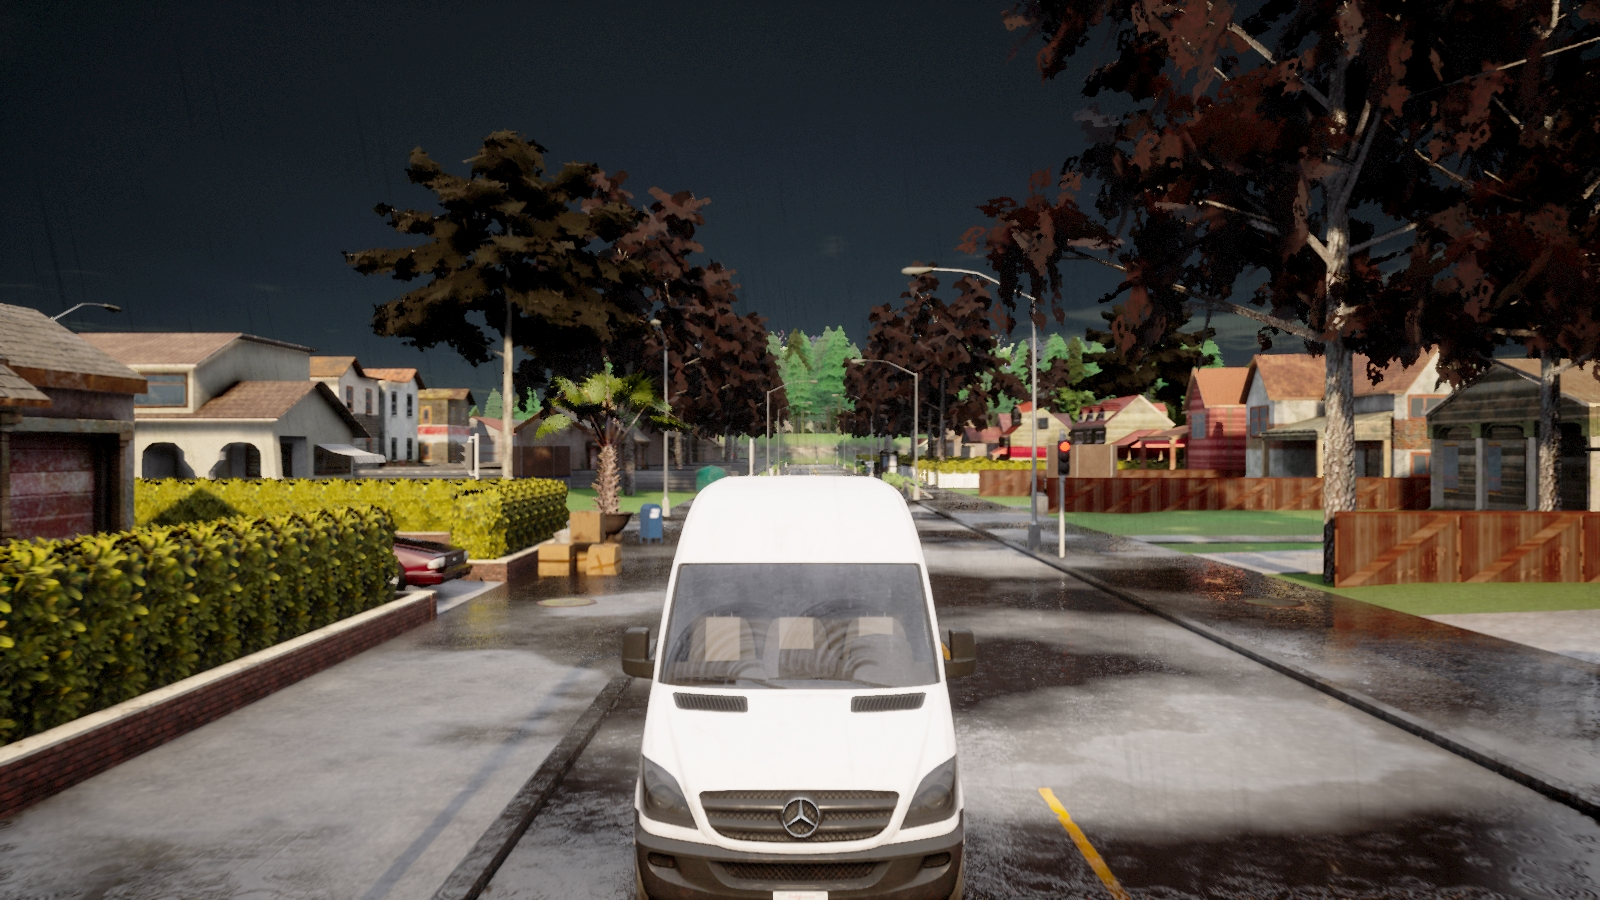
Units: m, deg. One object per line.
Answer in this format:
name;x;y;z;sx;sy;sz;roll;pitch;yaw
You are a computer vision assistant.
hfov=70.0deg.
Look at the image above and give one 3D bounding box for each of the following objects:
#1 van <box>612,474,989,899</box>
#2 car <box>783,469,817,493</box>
van;0.002;1.534;8.990;1.988;2.561;5.915;0;0;0
car;-0.006;2.062;76.740;2.231;1.480;4.892;0;0;0
